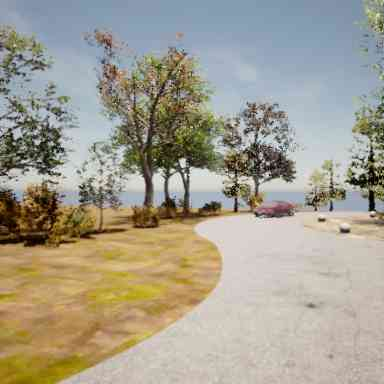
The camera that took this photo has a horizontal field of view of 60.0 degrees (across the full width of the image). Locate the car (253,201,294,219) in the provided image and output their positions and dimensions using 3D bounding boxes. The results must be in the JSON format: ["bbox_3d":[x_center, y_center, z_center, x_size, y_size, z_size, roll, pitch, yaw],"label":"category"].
[{"bbox_3d":[7.329,1.509,29.539,4.674,1.442,1.812,0,-1,-45],"label":"car"}]
